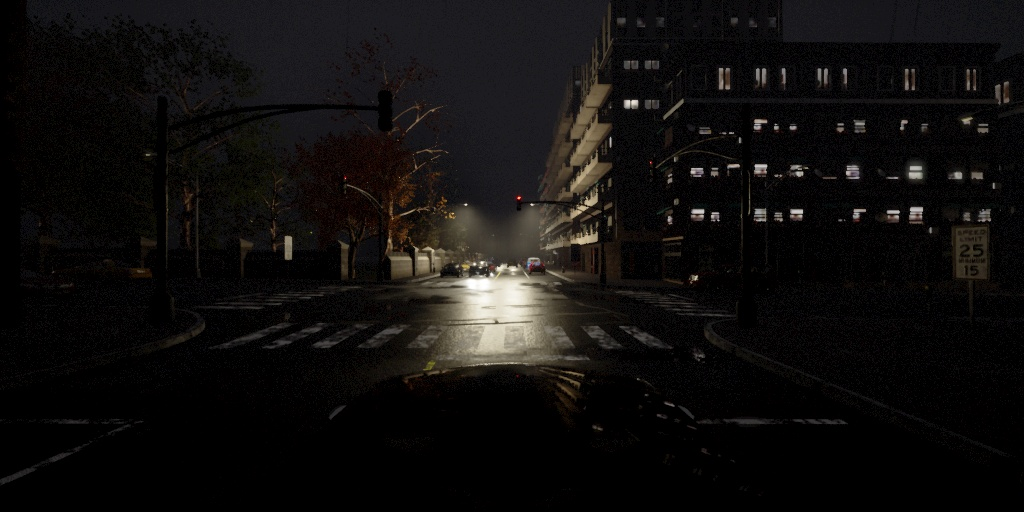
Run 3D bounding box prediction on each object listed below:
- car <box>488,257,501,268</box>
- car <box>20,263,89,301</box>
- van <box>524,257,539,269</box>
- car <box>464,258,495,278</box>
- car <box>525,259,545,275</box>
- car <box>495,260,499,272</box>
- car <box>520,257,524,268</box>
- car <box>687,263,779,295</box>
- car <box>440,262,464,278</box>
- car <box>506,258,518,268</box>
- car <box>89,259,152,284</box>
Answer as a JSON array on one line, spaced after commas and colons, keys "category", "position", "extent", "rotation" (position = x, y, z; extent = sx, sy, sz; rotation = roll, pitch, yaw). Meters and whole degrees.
[{"category": "car", "position": [-2.978, 1.348, 63.560], "extent": [2.033, 1.411, 5.357], "rotation": [0, 0, 1]}, {"category": "car", "position": [-18.949, 1.007, 13.288], "extent": [4.207, 1.307, 1.802], "rotation": [0, 0, 0]}, {"category": "van", "position": [2.740, 1.116, 45.555], "extent": [1.690, 1.789, 3.998], "rotation": [0, 0, 0]}, {"category": "car", "position": [-3.073, 1.256, 34.531], "extent": [2.128, 1.511, 4.902], "rotation": [0, 0, -1]}, {"category": "car", "position": [2.733, 1.314, 39.925], "extent": [1.888, 1.381, 4.507], "rotation": [0, 0, 0]}, {"category": "car", "position": [-3.047, 1.339, 44.944], "extent": [1.994, 1.385, 4.181], "rotation": [0, 0, 1]}, {"category": "car", "position": [2.752, 1.230, 56.815], "extent": [1.967, 1.591, 4.097], "rotation": [0, 0, 0]}, {"category": "car", "position": [13.472, 1.353, 21.942], "extent": [5.009, 1.841, 2.192], "rotation": [0, 0, 0]}, {"category": "car", "position": [-5.654, 1.330, 34.304], "extent": [1.948, 1.339, 4.313], "rotation": [0, 0, 0]}, {"category": "car", "position": [0.067, 1.304, 62.598], "extent": [1.837, 1.490, 4.892], "rotation": [0, 0, 0]}, {"category": "car", "position": [-24.721, 0.883, 21.620], "extent": [4.829, 1.417, 1.751], "rotation": [0, 0, 0]}]
